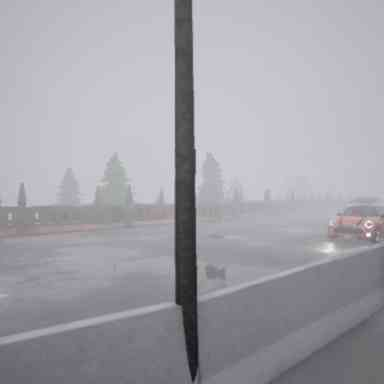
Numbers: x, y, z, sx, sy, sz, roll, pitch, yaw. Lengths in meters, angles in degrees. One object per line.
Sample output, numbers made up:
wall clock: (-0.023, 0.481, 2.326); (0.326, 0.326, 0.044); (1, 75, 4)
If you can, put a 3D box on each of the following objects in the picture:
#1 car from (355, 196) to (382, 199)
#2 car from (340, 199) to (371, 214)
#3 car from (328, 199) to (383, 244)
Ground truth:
car: (15.709, 1.368, 29.923); (2.150, 2.045, 5.566); (0, 0, 41)
car: (19.697, 1.691, 39.921); (2.128, 1.511, 4.902); (0, -1, 41)
car: (8.515, 1.431, 16.538); (2.097, 1.767, 4.553); (-1, -1, 44)
